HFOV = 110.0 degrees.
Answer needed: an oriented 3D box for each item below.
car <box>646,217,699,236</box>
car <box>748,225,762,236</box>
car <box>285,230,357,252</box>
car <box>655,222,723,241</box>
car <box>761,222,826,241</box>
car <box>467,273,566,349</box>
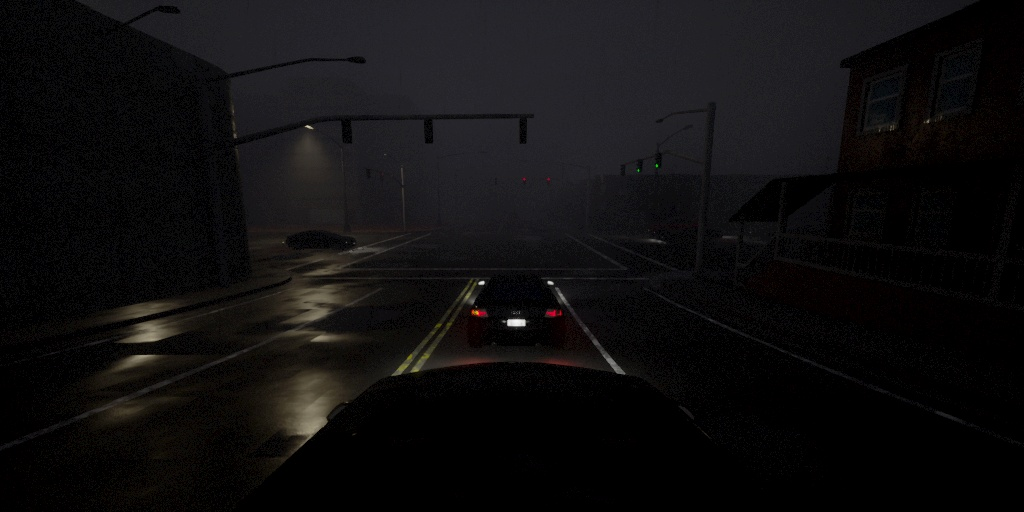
[{"bbox_3d":[16.998,-3.005,37.262,5.566,2.045,2.150,0,8,0],"label":"car"},{"bbox_3d":[27.244,-2.733,37.224,4.902,1.511,2.128,0,8,1],"label":"car"},{"bbox_3d":[-14.311,-1.188,26.986,4.892,1.490,1.837,0,8,-1],"label":"car"},{"bbox_3d":[16.863,-2.174,33.848,5.357,1.411,2.033,0,8,0],"label":"car"},{"bbox_3d":[26.960,-2.237,33.762,5.008,1.535,1.882,0,8,0],"label":"car"},{"bbox_3d":[0.098,1.092,8.671,1.994,1.385,4.181,0,3,0],"label":"car"}]
